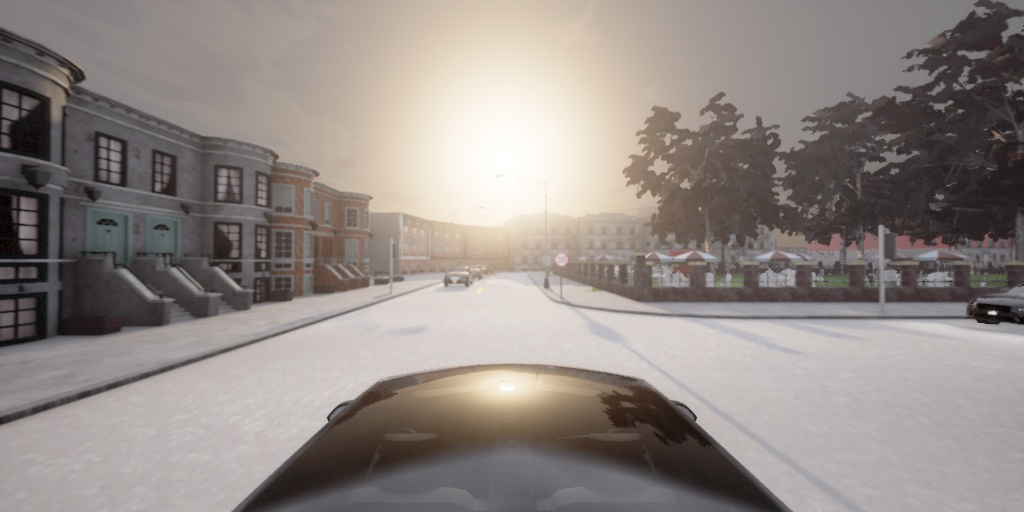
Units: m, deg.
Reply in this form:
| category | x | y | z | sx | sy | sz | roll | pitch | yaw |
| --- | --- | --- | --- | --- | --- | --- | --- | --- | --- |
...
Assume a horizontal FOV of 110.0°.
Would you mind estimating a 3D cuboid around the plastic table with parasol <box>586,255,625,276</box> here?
| category | x | y | z | sx | sy | sz | roll | pitch | yaw |
| --- | --- | --- | --- | --- | --- | --- | --- | --- | --- |
| plastic table with parasol | 10.014 | 1.092 | 38.313 | 2.482 | 2.480 | 2.482 | 0 | 0 | -38 |

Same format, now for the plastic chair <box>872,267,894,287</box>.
| category | x | y | z | sx | sy | sz | roll | pitch | yaw |
| --- | --- | --- | --- | --- | --- | --- | --- | --- | --- |
| plastic chair | 25.442 | 1.581 | 24.604 | 0.730 | 1.272 | 0.750 | 0 | 0 | -40 |

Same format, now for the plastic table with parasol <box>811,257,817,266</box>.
| category | x | y | z | sx | sy | sz | roll | pitch | yaw |
| --- | --- | --- | --- | --- | --- | --- | --- | --- | --- |
| plastic table with parasol | 22.052 | 0.951 | 27.993 | 2.482 | 2.480 | 2.482 | 0 | 0 | -39 |

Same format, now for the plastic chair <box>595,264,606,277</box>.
| category | x | y | z | sx | sy | sz | roll | pitch | yaw |
| --- | --- | --- | --- | --- | --- | --- | --- | --- | --- |
| plastic chair | 9.029 | 1.721 | 37.588 | 0.730 | 1.272 | 0.750 | 0 | 0 | -40 |

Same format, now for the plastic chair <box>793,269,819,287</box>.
| category | x | y | z | sx | sy | sz | roll | pitch | yaw |
| --- | --- | --- | --- | --- | --- | --- | --- | --- | --- |
| plastic chair | 16.196 | 1.536 | 19.763 | 0.750 | 1.272 | 0.730 | 0 | 0 | -35 |

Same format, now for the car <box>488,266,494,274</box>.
| category | x | y | z | sx | sy | sz | roll | pitch | yaw |
| --- | --- | --- | --- | --- | --- | --- | --- | --- | --- |
| car | -3.965 | 1.901 | 49.597 | 2.033 | 1.411 | 5.357 | 0 | -1 | 11 |

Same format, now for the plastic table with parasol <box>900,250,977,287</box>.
| category | x | y | z | sx | sy | sz | roll | pitch | yaw |
| --- | --- | --- | --- | --- | --- | --- | --- | --- | --- |
| plastic table with parasol | 23.736 | 0.915 | 20.029 | 2.482 | 2.480 | 2.482 | 0 | 0 | -40 |

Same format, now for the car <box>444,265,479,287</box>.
| category | x | y | z | sx | sy | sz | roll | pitch | yaw |
| --- | --- | --- | --- | --- | --- | --- | --- | --- | --- |
| car | -4.125 | 1.576 | 28.270 | 2.128 | 1.511 | 4.902 | 0 | -1 | 0 |

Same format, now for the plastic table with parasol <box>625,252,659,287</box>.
| category | x | y | z | sx | sy | sz | roll | pitch | yaw |
| --- | --- | --- | --- | --- | --- | --- | --- | --- | --- |
| plastic table with parasol | 9.623 | 0.984 | 24.224 | 2.482 | 2.480 | 2.482 | 0 | 0 | -40 |

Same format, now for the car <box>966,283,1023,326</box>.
| category | x | y | z | sx | sy | sz | roll | pitch | yaw |
| --- | --- | --- | --- | --- | --- | --- | --- | --- | --- |
| car | 16.027 | 1.361 | 10.163 | 4.892 | 1.490 | 1.837 | 0 | -1 | 0 |

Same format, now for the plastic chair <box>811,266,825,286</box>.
| category | x | y | z | sx | sy | sz | roll | pitch | yaw |
| --- | --- | --- | --- | --- | --- | --- | --- | --- | --- |
| plastic chair | 22.896 | 1.606 | 27.000 | 0.750 | 1.272 | 0.730 | 0 | 0 | -34 |

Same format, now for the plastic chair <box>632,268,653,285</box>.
| category | x | y | z | sx | sy | sz | roll | pitch | yaw |
| --- | --- | --- | --- | --- | --- | --- | --- | --- | --- |
| plastic chair | 8.593 | 1.575 | 23.479 | 0.730 | 1.272 | 0.750 | 0 | 0 | -40 |

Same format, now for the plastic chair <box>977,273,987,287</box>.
| category | x | y | z | sx | sy | sz | roll | pitch | yaw |
| --- | --- | --- | --- | --- | --- | --- | --- | --- | --- |
| plastic chair | 24.636 | 1.534 | 19.055 | 0.750 | 1.272 | 0.730 | 0 | 0 | -35 |

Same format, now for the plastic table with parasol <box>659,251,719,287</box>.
| category | x | y | z | sx | sy | sz | roll | pitch | yaw |
| --- | --- | --- | --- | --- | --- | --- | --- | --- | --- |
| plastic table with parasol | 10.064 | 0.962 | 19.734 | 2.482 | 2.480 | 2.482 | 0 | 0 | -40 |

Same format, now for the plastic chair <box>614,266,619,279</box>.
| category | x | y | z | sx | sy | sz | roll | pitch | yaw |
| --- | --- | --- | --- | --- | --- | --- | --- | --- | --- |
| plastic chair | 10.960 | 1.715 | 37.300 | 0.750 | 1.272 | 0.730 | 0 | 0 | -32 |

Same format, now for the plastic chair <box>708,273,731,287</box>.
| category | x | y | z | sx | sy | sz | roll | pitch | yaw |
| --- | --- | --- | --- | --- | --- | --- | --- | --- | --- |
| plastic chair | 10.966 | 1.554 | 18.761 | 0.750 | 1.272 | 0.730 | 0 | 0 | -35 |

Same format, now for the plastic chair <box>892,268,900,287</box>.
| category | x | y | z | sx | sy | sz | roll | pitch | yaw |
| --- | --- | --- | --- | --- | --- | --- | --- | --- | --- |
| plastic chair | 22.997 | 1.514 | 21.049 | 0.750 | 1.272 | 0.730 | 0 | 0 | -40 |

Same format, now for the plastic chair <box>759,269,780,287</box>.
| category | x | y | z | sx | sy | sz | roll | pitch | yaw |
| --- | --- | --- | --- | --- | --- | --- | --- | --- | --- |
| plastic chair | 14.264 | 1.551 | 19.991 | 0.730 | 1.272 | 0.750 | 0 | 0 | -40 |

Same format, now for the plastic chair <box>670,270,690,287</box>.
| category | x | y | z | sx | sy | sz | roll | pitch | yaw |
| --- | --- | --- | --- | --- | --- | --- | --- | --- | --- |
| plastic chair | 9.034 | 1.557 | 18.989 | 0.730 | 1.272 | 0.750 | 0 | 0 | -40 |

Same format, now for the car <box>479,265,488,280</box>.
| category | x | y | z | sx | sy | sz | roll | pitch | yaw |
| --- | --- | --- | --- | --- | --- | --- | --- | --- | --- |
| car | -4.125 | 1.703 | 38.360 | 2.128 | 1.511 | 4.902 | 0 | -1 | 0 |

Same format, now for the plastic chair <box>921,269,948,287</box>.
| category | x | y | z | sx | sy | sz | roll | pitch | yaw |
| --- | --- | --- | --- | --- | --- | --- | --- | --- | --- |
| plastic chair | 22.711 | 1.510 | 19.274 | 0.730 | 1.272 | 0.750 | 0 | 0 | -39 |

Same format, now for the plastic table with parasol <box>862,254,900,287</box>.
| category | x | y | z | sx | sy | sz | roll | pitch | yaw |
| --- | --- | --- | --- | --- | --- | --- | --- | --- | --- |
| plastic table with parasol | 26.473 | 0.992 | 25.349 | 2.482 | 2.480 | 2.482 | 0 | 0 | -40 |

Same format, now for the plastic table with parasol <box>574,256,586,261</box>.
| category | x | y | z | sx | sy | sz | roll | pitch | yaw |
| --- | --- | --- | --- | --- | --- | --- | --- | --- | --- |
| plastic table with parasol | 9.217 | 1.293 | 46.007 | 2.482 | 2.480 | 2.482 | 0 | 0 | 0 |

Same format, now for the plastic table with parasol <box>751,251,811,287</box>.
| category | x | y | z | sx | sy | sz | roll | pitch | yaw |
| --- | --- | --- | --- | --- | --- | --- | --- | --- | --- |
| plastic table with parasol | 15.294 | 0.944 | 20.736 | 2.482 | 2.480 | 2.482 | 0 | 0 | -40 |
